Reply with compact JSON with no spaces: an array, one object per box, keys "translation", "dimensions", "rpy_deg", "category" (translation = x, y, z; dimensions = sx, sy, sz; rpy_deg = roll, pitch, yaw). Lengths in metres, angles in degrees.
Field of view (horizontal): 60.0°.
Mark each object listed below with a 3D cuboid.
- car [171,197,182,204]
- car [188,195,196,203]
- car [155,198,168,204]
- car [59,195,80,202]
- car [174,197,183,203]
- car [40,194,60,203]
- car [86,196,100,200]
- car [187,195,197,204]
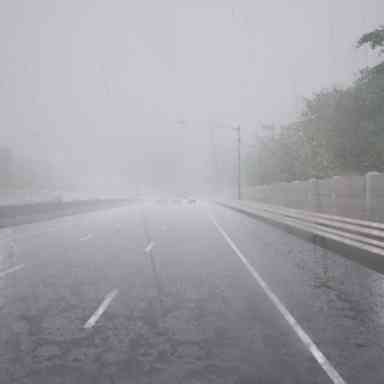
[{"translation":[-3.480,1.955,74.029],"dimensions":[1.812,1.442,4.674],"rpy_deg":[0,-1,0],"category":"car"},{"translation":[0.024,1.679,84.066],"dimensions":[2.150,2.045,5.566],"rpy_deg":[0,-1,0],"category":"car"},{"translation":[-6.980,2.024,74.025],"dimensions":[1.895,1.301,4.718],"rpy_deg":[0,-1,0],"category":"car"},{"translation":[-20.996,1.682,58.427],"dimensions":[1.882,1.535,5.008],"rpy_deg":[0,0,0],"category":"car"},{"translation":[-3.476,1.992,84.033],"dimensions":[2.033,1.411,5.357],"rpy_deg":[0,-1,0],"category":"car"},{"translation":[-24.490,1.430,58.342],"dimensions":[2.150,2.045,5.566],"rpy_deg":[0,0,0],"category":"car"},{"translation":[-17.500,1.567,58.540],"dimensions":[2.097,1.767,4.553],"rpy_deg":[0,-1,0],"category":"car"},{"translation":[0.020,1.904,73.612],"dimensions":[1.882,1.535,5.008],"rpy_deg":[0,-1,0],"category":"car"}]
